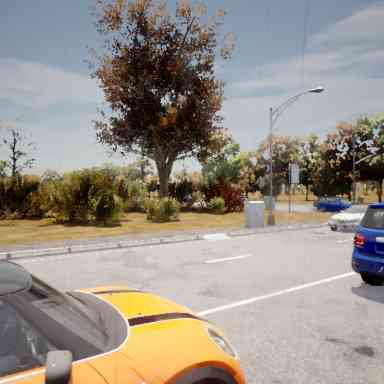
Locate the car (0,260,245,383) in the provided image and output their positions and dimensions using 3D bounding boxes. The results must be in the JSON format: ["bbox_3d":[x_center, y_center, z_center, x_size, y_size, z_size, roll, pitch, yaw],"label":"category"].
[{"bbox_3d":[-1.715,1.352,2.522,4.553,1.767,2.097,0,0,-36],"label":"car"}]

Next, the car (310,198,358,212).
[{"bbox_3d":[16.727,1.492,39.396,2.128,1.511,4.902,0,0,-33],"label":"car"}]

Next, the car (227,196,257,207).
[{"bbox_3d":[7.923,1.455,53.155,1.882,1.535,5.008,0,0,-33],"label":"car"}]

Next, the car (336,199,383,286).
[{"bbox_3d":[6.186,1.221,8.170,5.566,2.045,2.150,0,0,-35],"label":"car"}]

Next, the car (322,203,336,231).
[{"bbox_3d":[10.017,1.525,19.613,4.674,1.442,1.812,0,0,-35],"label":"car"}]

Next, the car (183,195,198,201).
[{"bbox_3d":[-0.663,1.377,66.029,1.882,1.535,5.008,0,0,-35],"label":"car"}]

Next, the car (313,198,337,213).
[{"bbox_3d":[15.402,1.477,34.554,1.882,1.535,5.008,0,0,-30],"label":"car"}]

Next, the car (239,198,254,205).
[{"bbox_3d":[7.103,1.535,47.983,2.033,1.411,5.357,0,0,-33],"label":"car"}]
